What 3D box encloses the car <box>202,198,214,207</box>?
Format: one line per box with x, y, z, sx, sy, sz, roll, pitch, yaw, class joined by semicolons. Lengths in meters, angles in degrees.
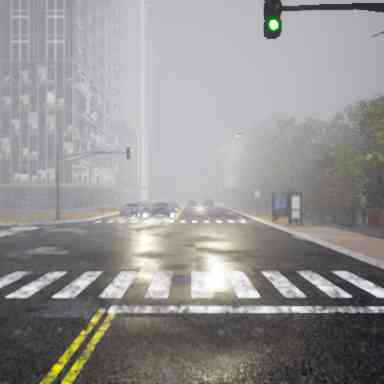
3.264;1.998;65.783;2.097;1.767;4.553;0;-1;0;car

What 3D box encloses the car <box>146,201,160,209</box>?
-6.489;2.152;55.844;1.895;1.301;4.718;0;-1;0;car

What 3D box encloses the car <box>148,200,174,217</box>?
-3.333;1.842;36.801;1.882;1.535;5.008;0;-1;0;car

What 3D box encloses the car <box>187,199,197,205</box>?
0.015;2.270;75.843;2.033;1.411;5.357;0;-1;0;car

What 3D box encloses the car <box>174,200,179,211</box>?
-3.300;2.057;46.143;1.895;1.301;4.718;0;-1;0;car

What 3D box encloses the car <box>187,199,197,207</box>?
0.014;2.210;65.812;1.994;1.385;4.181;0;-1;0;car

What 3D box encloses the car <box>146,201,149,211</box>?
-6.552;1.944;45.773;2.128;1.511;4.902;0;-1;0;car

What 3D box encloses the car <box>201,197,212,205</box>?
3.265;2.085;75.814;2.097;1.767;4.553;0;-1;0;car

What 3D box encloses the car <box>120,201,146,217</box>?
-6.580;1.887;36.507;1.812;1.442;4.674;0;-1;1;car

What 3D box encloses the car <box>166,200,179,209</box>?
-3.240;2.117;56.049;1.994;1.385;4.181;0;-1;0;car
